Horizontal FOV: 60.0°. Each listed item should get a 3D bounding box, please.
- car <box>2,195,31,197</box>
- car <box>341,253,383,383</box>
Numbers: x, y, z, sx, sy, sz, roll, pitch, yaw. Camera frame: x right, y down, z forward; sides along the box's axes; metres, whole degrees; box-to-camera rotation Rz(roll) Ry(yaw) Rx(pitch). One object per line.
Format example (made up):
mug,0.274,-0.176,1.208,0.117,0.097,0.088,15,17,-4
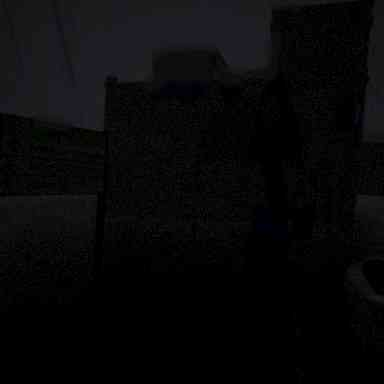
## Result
car,-20.446,-0.602,37.576,2.150,2.045,5.566,5,4,17
car,2.962,1.512,3.822,2.002,1.452,4.674,1,-1,15
